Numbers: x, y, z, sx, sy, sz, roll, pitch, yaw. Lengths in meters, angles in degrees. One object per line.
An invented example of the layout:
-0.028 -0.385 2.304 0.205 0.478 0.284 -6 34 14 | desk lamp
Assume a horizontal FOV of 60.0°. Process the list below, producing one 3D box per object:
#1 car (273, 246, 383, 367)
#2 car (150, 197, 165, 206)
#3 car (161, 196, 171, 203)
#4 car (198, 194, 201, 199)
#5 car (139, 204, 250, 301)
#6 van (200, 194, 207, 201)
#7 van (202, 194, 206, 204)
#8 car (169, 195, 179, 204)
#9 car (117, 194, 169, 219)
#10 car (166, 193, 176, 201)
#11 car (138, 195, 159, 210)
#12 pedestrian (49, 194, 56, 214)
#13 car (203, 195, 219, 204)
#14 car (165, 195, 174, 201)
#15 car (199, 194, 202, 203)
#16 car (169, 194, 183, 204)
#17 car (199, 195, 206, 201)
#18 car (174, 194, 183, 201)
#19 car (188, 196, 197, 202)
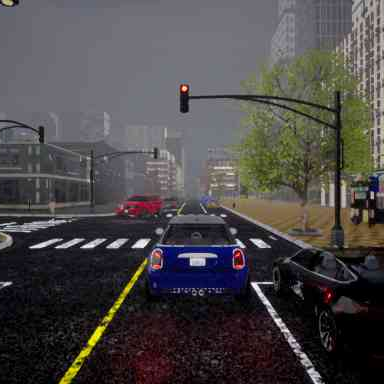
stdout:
2.700 1.566 5.795 1.947 1.339 4.313 0 0 0 | car
-5.626 1.555 54.933 2.008 1.369 4.403 0 0 0 | car
-5.608 1.532 71.416 1.752 1.417 4.829 0 0 0 | car
2.773 1.572 71.579 1.947 1.339 4.313 0 0 0 | car
0.110 1.353 8.462 2.097 1.767 4.553 0 0 0 | car
2.787 1.349 82.681 1.690 1.788 3.998 0 0 0 | van
2.749 1.345 49.375 1.690 1.788 3.998 0 0 0 | van
-3.046 1.529 44.858 1.812 1.442 4.674 0 0 0 | car
-4.423 1.226 29.517 2.150 2.045 5.566 1 0 19 | car
-5.588 1.324 88.239 2.192 1.841 5.009 0 0 0 | car
-5.637 1.318 43.831 2.192 1.841 5.009 0 0 0 | car
-12.716 1.039 30.292 0.375 1.860 0.375 0 -1 -1 | pedestrian
2.742 1.528 43.994 1.752 1.417 4.829 0 0 0 | car
-5.595 1.559 82.688 2.008 1.369 4.403 0 0 0 | car
2.760 1.556 60.477 2.008 1.369 4.403 0 0 0 | car
-3.008 1.508 58.832 1.837 1.490 4.892 0 0 0 | car
2.792 1.534 88.402 1.752 1.417 4.829 0 0 0 | car
-2.918 1.146 73.859 1.812 1.442 4.674 0 0 0 | car
0.089 1.548 79.296 2.033 1.411 5.357 0 0 0 | car
